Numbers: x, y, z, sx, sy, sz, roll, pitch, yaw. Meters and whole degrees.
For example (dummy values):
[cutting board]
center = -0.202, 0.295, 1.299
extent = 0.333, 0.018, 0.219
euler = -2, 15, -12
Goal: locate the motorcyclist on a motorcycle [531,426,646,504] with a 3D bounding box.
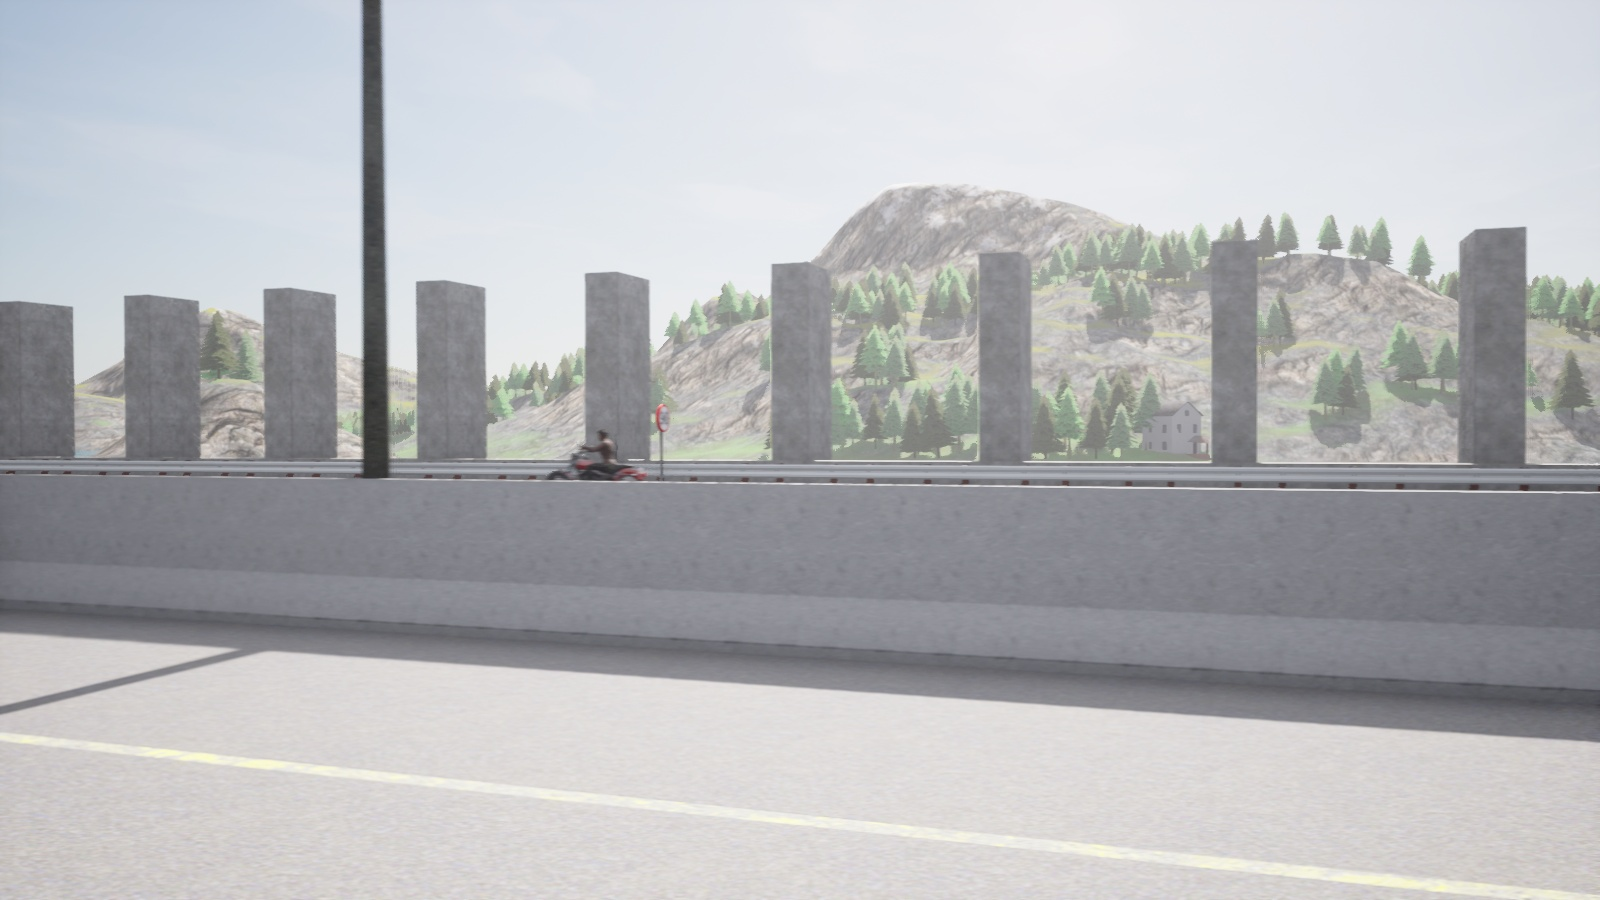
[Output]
[motorcyclist on a motorcycle]
center = -4.577, 0.326, 27.187
extent = 2.350, 1.649, 0.766
euler = 0, -1, 15
